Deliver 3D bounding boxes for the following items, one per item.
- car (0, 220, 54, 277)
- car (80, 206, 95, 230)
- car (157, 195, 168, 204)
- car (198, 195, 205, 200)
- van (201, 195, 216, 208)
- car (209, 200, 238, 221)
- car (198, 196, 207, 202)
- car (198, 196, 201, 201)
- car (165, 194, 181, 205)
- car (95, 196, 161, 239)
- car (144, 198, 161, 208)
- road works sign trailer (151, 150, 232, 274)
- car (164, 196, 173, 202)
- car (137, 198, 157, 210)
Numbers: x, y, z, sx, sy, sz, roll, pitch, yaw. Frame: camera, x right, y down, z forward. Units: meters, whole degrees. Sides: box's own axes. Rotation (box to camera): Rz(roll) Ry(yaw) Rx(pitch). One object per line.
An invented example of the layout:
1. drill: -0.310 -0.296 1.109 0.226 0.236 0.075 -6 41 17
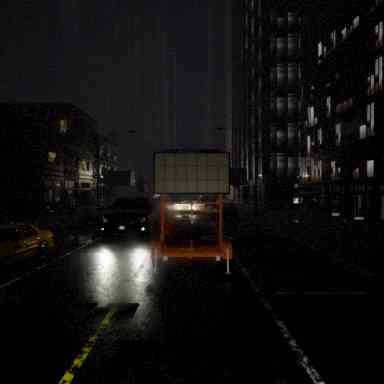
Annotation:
1. car: -5.699 1.526 9.776 1.752 1.417 4.829 0 0 0
2. car: -5.707 1.553 20.996 2.008 1.369 4.403 0 0 0
3. car: -5.739 1.470 65.188 1.967 1.590 4.097 0 0 0
4. car: 2.622 1.582 92.988 1.752 1.417 4.829 0 0 0
5. van: 2.652 1.357 48.625 1.690 1.788 3.998 0 0 0
6. car: 2.669 1.555 26.528 2.008 1.369 4.403 0 0 0
7. car: 2.630 1.596 81.771 2.008 1.369 4.403 0 0 0
8. car: 2.642 1.555 65.367 1.752 1.417 4.829 0 0 0
9. car: -3.040 1.245 58.502 2.150 2.045 5.566 0 0 0
10. car: -3.114 1.223 17.519 2.150 2.045 5.566 0 0 0
11. car: -5.727 1.560 48.616 1.887 1.381 4.507 0 0 0
12. road works sign trailer: -0.007 0.465 10.545 2.380 3.560 2.880 0 0 0
13. car: -5.750 1.627 81.761 1.802 1.307 4.206 0 0 0
14. car: -5.723 1.562 43.092 2.008 1.369 4.403 0 0 0
